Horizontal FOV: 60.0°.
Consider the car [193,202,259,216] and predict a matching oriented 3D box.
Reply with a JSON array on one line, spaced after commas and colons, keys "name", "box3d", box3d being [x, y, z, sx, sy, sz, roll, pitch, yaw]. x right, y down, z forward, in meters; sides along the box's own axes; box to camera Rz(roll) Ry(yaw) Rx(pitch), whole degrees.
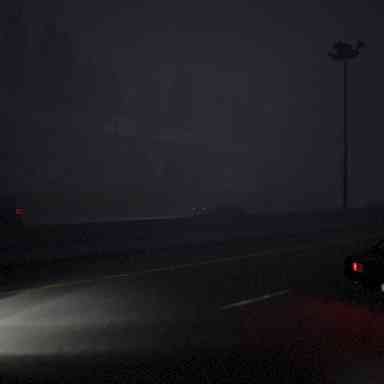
[{"name": "car", "box3d": [2.266, 1.582, 22.921, 4.181, 1.385, 1.994, 0, 0, -36]}]

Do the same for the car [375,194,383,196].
[{"name": "car", "box3d": [33.946, 1.308, 59.531, 2.150, 2.045, 5.566, 0, 0, 42]}]

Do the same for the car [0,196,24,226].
[{"name": "car", "box3d": [-11.753, 1.219, 17.104, 5.566, 2.045, 2.150, 0, 0, -35]}]

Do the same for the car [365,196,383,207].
[{"name": "car", "box3d": [25.871, 1.664, 46.338, 4.718, 1.301, 1.895, 0, 0, -42]}]

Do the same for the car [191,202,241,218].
[{"name": "car", "box3d": [2.356, 1.625, 31.709, 4.718, 1.301, 1.895, 0, 0, -37]}]

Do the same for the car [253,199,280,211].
[{"name": "car", "box3d": [8.611, 1.585, 40.877, 5.357, 1.411, 2.033, 0, 0, -38]}]

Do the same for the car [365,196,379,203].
[{"name": "car", "box3d": [37.758, 1.581, 69.547, 1.812, 1.442, 4.674, 0, 0, 38]}]

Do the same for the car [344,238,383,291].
[{"name": "car", "box3d": [5.677, 1.613, 7.810, 4.718, 1.301, 1.895, 0, 0, -36]}]
